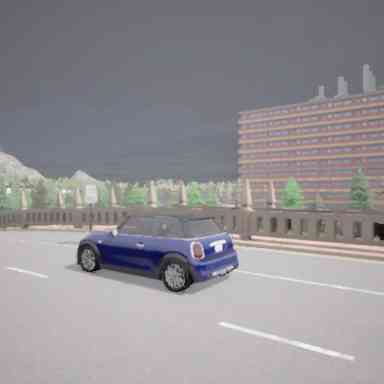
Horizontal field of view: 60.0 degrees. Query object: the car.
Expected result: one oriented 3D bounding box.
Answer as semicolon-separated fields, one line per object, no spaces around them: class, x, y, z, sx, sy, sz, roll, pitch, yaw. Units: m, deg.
car;-1.103;1.340;9.079;4.553;1.767;2.097;0;0;36
